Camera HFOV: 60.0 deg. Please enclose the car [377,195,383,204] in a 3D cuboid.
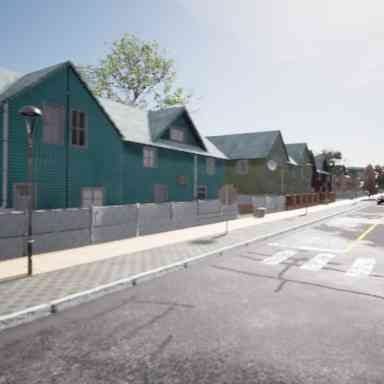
[{"bbox_3d":[26.633,1.025,45.651,1.895,1.301,4.718,1,1,34],"label":"car"}]
